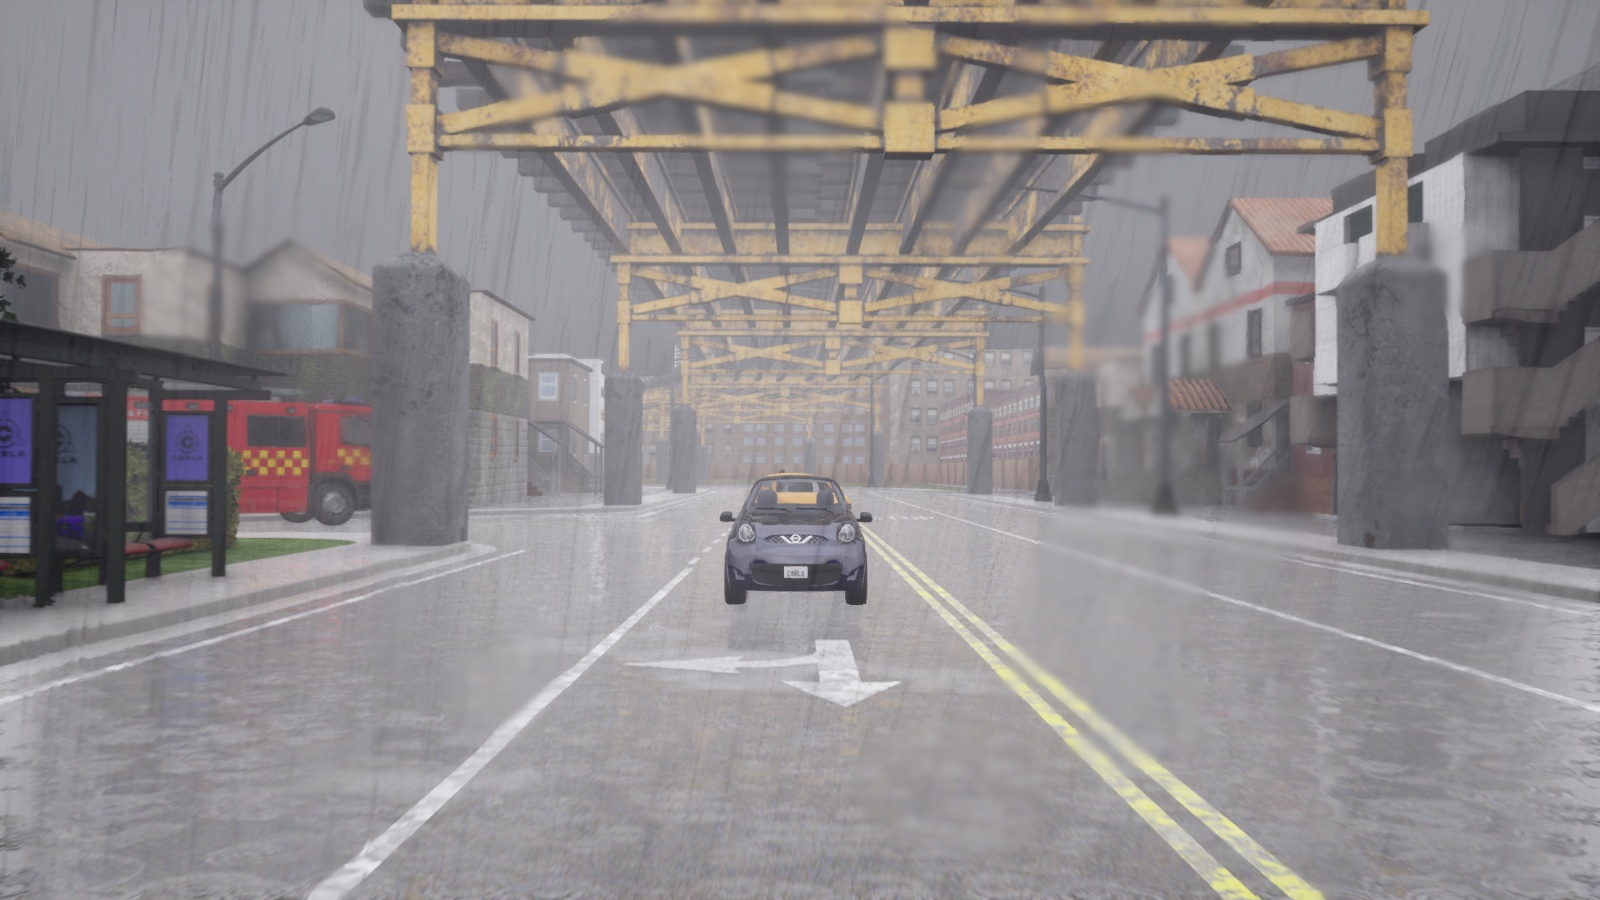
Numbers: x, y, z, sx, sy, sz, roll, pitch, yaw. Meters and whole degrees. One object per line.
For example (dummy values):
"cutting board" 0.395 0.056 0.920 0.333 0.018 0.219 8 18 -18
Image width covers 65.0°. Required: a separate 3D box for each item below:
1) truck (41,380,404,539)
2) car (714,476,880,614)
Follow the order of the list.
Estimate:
"truck" -15.427 0.284 34.169 8.468 3.827 2.891 1 -1 -44
"car" -0.039 1.093 15.762 1.845 1.501 3.633 0 -1 0
